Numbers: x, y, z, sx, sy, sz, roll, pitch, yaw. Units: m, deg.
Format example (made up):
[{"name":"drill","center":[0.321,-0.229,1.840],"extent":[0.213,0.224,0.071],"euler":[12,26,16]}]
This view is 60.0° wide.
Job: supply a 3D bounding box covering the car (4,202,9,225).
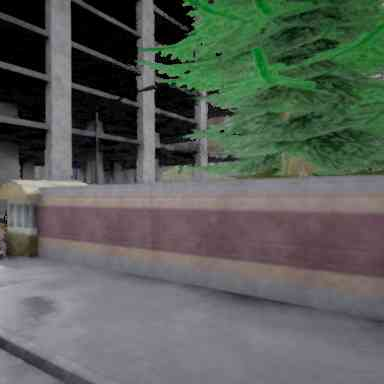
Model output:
[{"name":"car","center":[-11.980,1.433,24.178],"extent":[3.866,1.878,1.905],"euler":[-1,-1,36]}]
